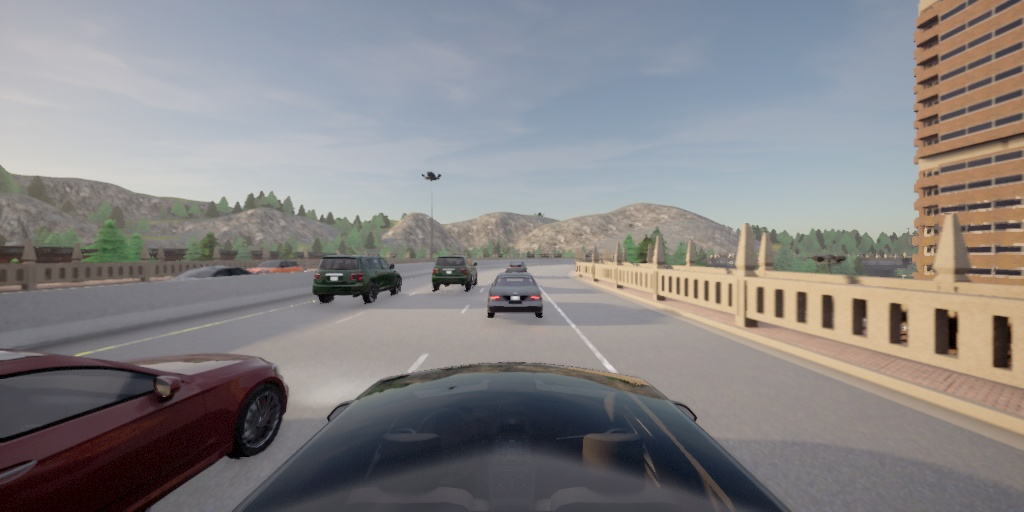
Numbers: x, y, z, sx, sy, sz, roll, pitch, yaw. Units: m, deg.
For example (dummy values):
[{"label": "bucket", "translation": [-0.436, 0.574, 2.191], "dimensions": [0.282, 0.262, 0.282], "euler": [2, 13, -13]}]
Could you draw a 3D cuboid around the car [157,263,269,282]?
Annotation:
[{"label": "car", "translation": [-14.089, 1.255, 16.786], "dimensions": [1.837, 1.490, 4.892], "euler": [0, 0, 0]}]

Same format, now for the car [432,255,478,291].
[{"label": "car", "translation": [-3.407, 0.972, 22.067], "dimensions": [2.150, 2.045, 5.566], "euler": [0, 0, 0]}]

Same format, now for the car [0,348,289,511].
[{"label": "car", "translation": [-3.413, 1.276, 2.080], "dimensions": [1.812, 1.442, 4.674], "euler": [0, 0, 0]}]

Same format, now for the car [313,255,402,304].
[{"label": "car", "translation": [-6.906, 0.972, 16.616], "dimensions": [2.150, 2.045, 5.566], "euler": [0, 0, 0]}]

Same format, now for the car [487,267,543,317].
[{"label": "car", "translation": [0.097, 1.298, 13.143], "dimensions": [2.033, 1.411, 5.357], "euler": [0, 0, 0]}]

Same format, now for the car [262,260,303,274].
[{"label": "car", "translation": [-17.496, 1.102, 26.371], "dimensions": [2.097, 1.767, 4.553], "euler": [0, 0, 1]}]

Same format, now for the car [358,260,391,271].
[{"label": "car", "translation": [-18.701, 1.257, 49.042], "dimensions": [1.837, 1.490, 4.892], "euler": [0, -1, 12]}]

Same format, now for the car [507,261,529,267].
[{"label": "car", "translation": [0.553, 1.242, 34.700], "dimensions": [2.128, 1.511, 4.902], "euler": [0, 0, 5]}]
